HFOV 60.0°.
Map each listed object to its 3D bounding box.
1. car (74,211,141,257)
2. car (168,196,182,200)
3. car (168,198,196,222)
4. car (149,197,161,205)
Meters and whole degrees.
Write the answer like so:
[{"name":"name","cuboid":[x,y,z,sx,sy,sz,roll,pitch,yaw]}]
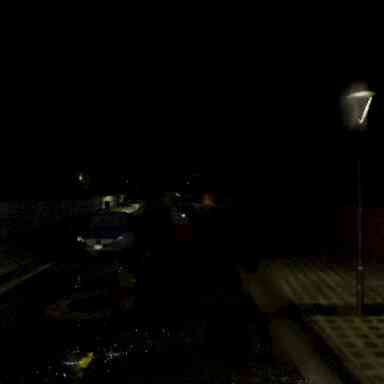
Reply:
[{"name":"car","cuboid":[-3.101,1.511,13.032,1.812,1.442,4.674,0,0,-2]},{"name":"car","cuboid":[-1.995,1.306,42.738,2.097,1.767,4.553,0,0,-5]},{"name":"car","cuboid":[-0.750,1.470,26.362,1.837,1.490,4.892,0,-1,-3]},{"name":"car","cuboid":[-6.638,1.528,59.069,1.994,1.385,4.181,0,0,-7]}]
